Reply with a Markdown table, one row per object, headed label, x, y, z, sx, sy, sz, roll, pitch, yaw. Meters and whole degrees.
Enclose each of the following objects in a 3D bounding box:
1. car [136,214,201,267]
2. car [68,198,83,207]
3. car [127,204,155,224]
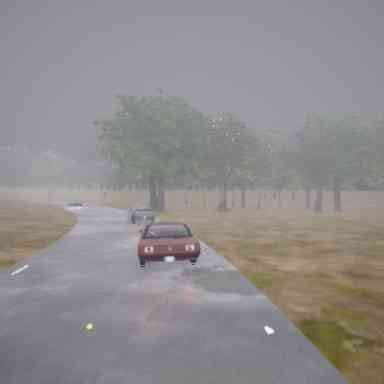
| label | x | y | z | sx | sy | sz | roll | pitch | yaw |
| --- | --- | --- | --- | --- | --- | --- | --- | --- | --- |
| car | -0.950 | 1.705 | 11.963 | 1.895 | 1.301 | 4.718 | -1 | 0 | -8 |
| car | -18.721 | 1.731 | 53.294 | 1.994 | 1.385 | 4.181 | 0 | 0 | -26 |
| car | -4.233 | 1.734 | 27.406 | 2.128 | 1.511 | 4.902 | 0 | 0 | -16 |
